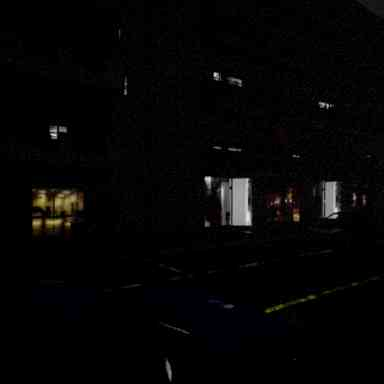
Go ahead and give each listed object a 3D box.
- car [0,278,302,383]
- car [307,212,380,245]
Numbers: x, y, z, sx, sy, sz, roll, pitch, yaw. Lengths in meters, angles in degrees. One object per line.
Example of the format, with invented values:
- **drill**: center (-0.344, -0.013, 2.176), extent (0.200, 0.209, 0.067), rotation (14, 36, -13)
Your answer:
- **car**: center (-1.218, 1.477, 2.564), extent (5.008, 1.535, 1.882), rotation (0, 0, -36)
- **car**: center (7.172, 1.583, 15.538), extent (4.206, 1.307, 1.802), rotation (0, 0, -35)
